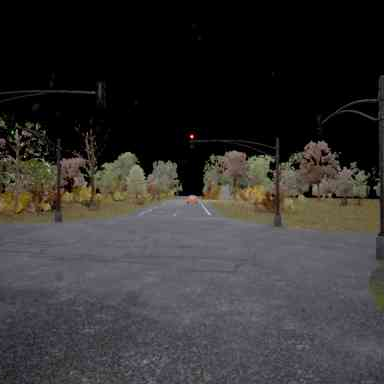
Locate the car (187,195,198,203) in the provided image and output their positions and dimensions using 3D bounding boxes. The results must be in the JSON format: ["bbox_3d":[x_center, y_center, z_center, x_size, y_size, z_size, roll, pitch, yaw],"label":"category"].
[{"bbox_3d":[0.061,1.424,68.025,2.097,1.767,4.553,0,0,0],"label":"car"}]

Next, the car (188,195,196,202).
[{"bbox_3d":[0.070,1.449,78.060,1.812,1.442,4.674,0,0,0],"label":"car"}]
